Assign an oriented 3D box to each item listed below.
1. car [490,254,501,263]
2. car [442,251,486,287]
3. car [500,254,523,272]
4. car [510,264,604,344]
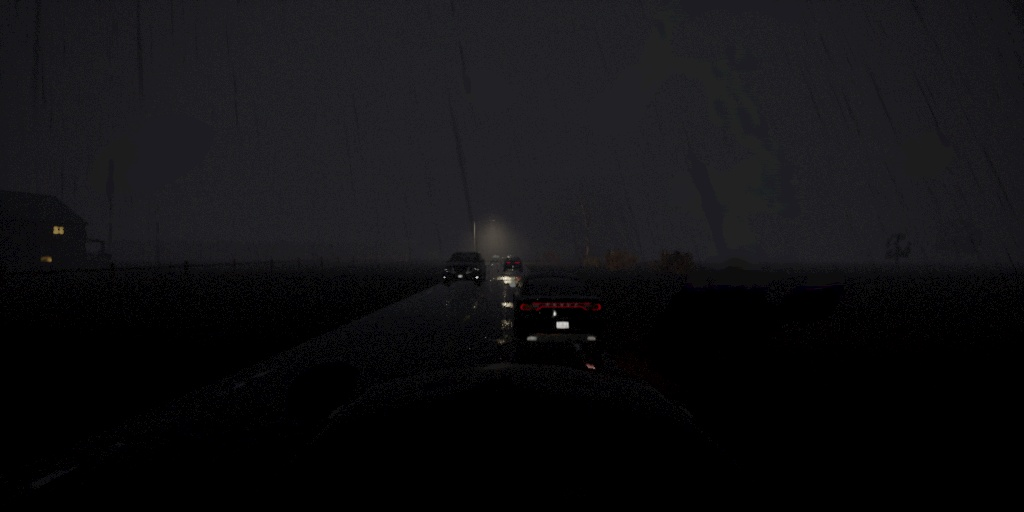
[{"bbox_3d":[-2.783,0.583,63.115,1.994,1.385,4.181,0,1,1],"label":"car"},{"bbox_3d":[-2.841,0.724,22.449,2.150,2.045,5.566,0,1,0],"label":"car"},{"bbox_3d":[0.097,0.812,37.639,2.128,1.511,4.902,0,0,0],"label":"car"},{"bbox_3d":[0.969,1.137,9.325,1.882,1.535,5.008,0,1,0],"label":"car"}]
